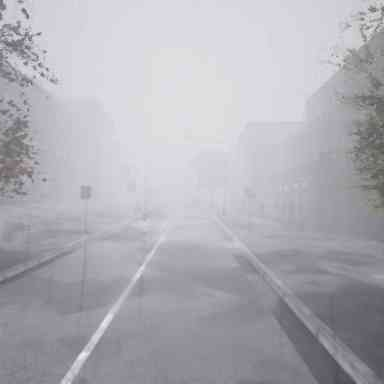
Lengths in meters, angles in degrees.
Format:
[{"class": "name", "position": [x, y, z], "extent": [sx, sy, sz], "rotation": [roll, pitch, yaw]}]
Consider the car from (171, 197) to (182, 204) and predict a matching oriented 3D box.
[{"class": "car", "position": [-3.223, 1.765, 69.978], "extent": [1.994, 1.385, 4.181], "rotation": [0, 0, 0]}]

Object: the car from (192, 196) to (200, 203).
[{"class": "car", "position": [0.931, 1.707, 75.116], "extent": [1.837, 1.490, 4.892], "rotation": [0, 0, 0]}]

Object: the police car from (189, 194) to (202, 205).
[{"class": "police car", "position": [0.926, 1.689, 65.216], "extent": [1.930, 1.638, 5.238], "rotation": [0, 0, 0]}]

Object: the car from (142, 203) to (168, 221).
[{"class": "car", "position": [-3.117, 1.692, 28.724], "extent": [1.812, 1.442, 4.674], "rotation": [0, 0, 0]}]
